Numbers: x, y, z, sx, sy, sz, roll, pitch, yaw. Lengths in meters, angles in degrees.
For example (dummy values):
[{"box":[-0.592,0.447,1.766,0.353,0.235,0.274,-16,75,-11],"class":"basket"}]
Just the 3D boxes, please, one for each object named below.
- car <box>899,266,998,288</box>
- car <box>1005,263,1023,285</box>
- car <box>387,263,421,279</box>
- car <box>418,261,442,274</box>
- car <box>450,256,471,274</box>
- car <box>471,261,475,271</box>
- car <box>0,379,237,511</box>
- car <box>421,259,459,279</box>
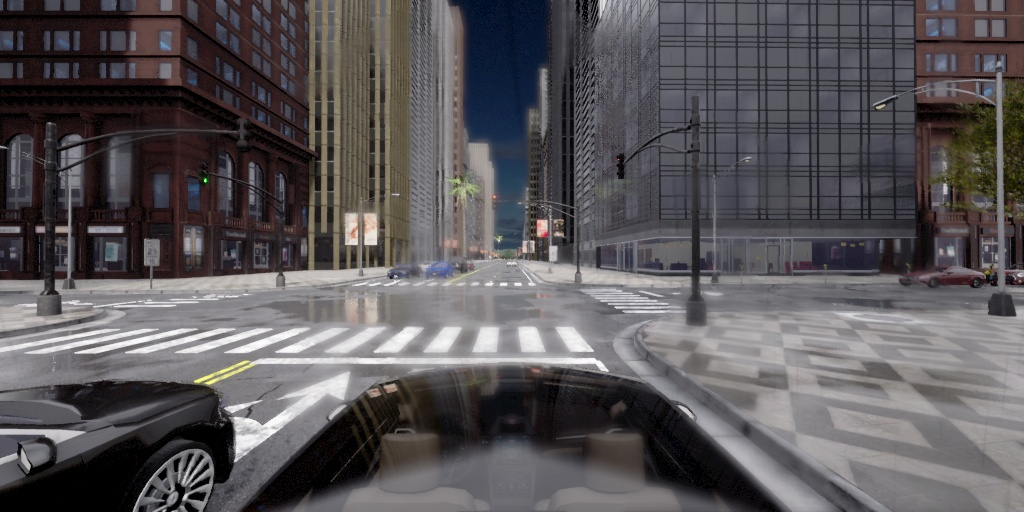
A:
[{"box":[26.430,1.274,22.027,4.207,1.307,1.802,0,0,-1],"class":"car"},{"box":[32.068,1.116,22.125,4.097,1.591,1.967,0,0,-1],"class":"car"},{"box":[-9.871,1.361,33.542,2.033,1.411,5.357,0,0,3],"class":"car"},{"box":[-9.923,1.371,43.729,1.812,1.442,4.674,0,0,0],"class":"car"},{"box":[-6.669,1.067,43.680,2.150,2.045,5.566,0,0,0],"class":"car"},{"box":[-6.670,1.411,53.970,1.812,1.442,4.674,0,0,0],"class":"car"},{"box":[-3.138,1.241,0.933,2.128,1.511,4.902,0,0,-1],"class":"car"},{"box":[-6.651,1.291,33.573,1.882,1.535,5.008,0,0,2],"class":"car"}]
